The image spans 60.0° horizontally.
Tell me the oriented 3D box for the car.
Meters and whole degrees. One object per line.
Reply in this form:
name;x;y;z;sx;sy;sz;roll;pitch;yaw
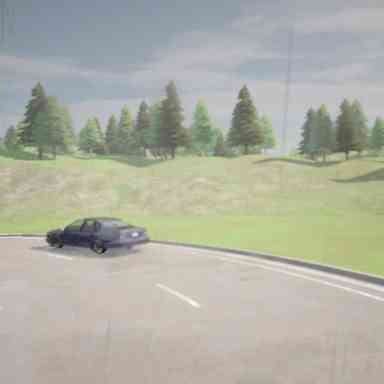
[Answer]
car;-4.300;1.818;14.729;5.357;1.411;2.033;-2;-1;36
